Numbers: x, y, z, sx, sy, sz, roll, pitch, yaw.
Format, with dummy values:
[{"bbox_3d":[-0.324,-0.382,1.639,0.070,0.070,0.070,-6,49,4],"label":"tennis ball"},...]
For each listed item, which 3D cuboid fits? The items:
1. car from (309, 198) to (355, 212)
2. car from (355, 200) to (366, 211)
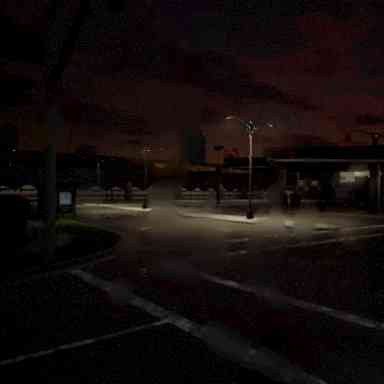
[{"bbox_3d":[16.394,1.550,39.932,2.242,1.667,4.611,0,0,-35],"label":"car"},{"bbox_3d":[20.656,1.752,43.857,1.970,1.475,3.806,0,0,-35],"label":"car"}]
